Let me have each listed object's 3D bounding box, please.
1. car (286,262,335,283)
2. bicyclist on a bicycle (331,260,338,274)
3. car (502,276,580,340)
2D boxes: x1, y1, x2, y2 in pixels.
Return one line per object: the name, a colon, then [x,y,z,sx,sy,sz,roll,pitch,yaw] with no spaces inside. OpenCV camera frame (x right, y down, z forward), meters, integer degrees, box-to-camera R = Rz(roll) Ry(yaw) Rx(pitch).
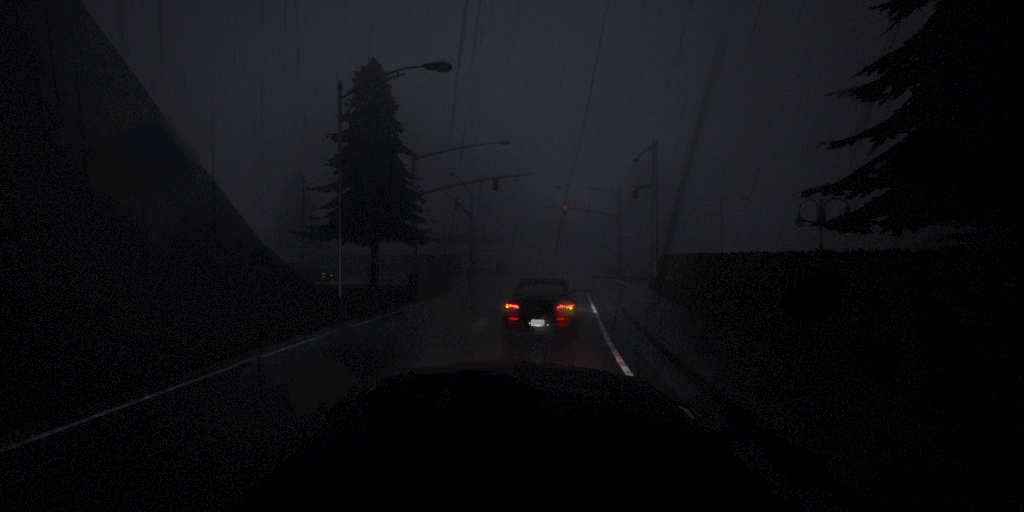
car: [-16.286,1.255,27.939,4.892,1.490,1.837,0,0,9]
bicyclist on a bicycle: [-17.423,1.203,35.244,0.582,1.620,1.656,0,0,8]
car: [0.904,1.276,9.997,1.812,1.442,4.674,0,0,9]
